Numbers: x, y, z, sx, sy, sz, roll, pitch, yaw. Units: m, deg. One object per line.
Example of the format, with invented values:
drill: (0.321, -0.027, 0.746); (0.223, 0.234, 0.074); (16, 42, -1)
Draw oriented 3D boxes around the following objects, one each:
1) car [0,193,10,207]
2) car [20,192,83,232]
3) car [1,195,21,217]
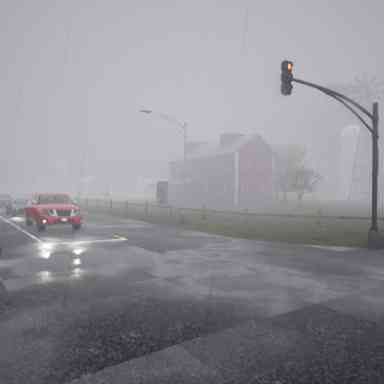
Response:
car: (-22.243, 0.956, 39.160); (2.097, 1.767, 4.553); (2, -1, -35)
car: (-8.159, 1.049, 19.365); (2.150, 2.045, 5.566); (2, -1, -35)
car: (-14.518, 1.272, 28.271); (2.033, 1.411, 5.357); (2, -1, -36)
